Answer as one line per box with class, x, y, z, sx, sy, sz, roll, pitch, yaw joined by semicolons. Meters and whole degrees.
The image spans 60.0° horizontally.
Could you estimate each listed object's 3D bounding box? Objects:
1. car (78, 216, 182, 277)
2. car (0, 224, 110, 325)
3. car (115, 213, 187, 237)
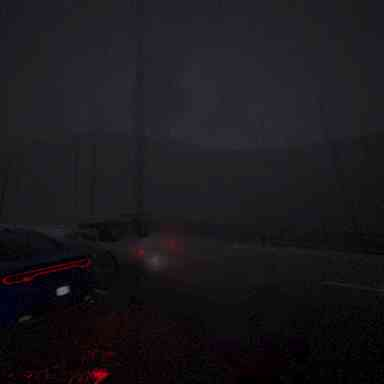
car;-2.854;1.558;10.106;4.718;1.301;1.895;0;0;32
car;-4.190;1.458;6.750;5.008;1.535;1.882;0;0;32
car;-2.678;1.535;14.105;4.718;1.301;1.895;0;0;31
